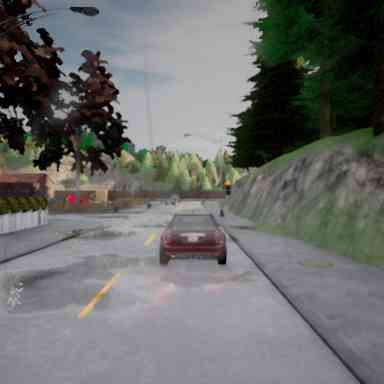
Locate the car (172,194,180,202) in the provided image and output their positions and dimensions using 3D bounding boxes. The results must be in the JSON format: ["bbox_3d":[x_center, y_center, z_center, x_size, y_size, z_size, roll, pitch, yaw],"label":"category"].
[{"bbox_3d":[-4.002,1.551,76.937,2.150,2.045,5.566,0,0,0],"label":"car"}]

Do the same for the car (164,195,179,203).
[{"bbox_3d":[-4.041,1.801,61.399,2.128,1.511,4.902,0,0,1],"label":"car"}]

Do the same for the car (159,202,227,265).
[{"bbox_3d":[0.054,1.416,12.054,2.097,1.767,4.553,0,0,1],"label":"car"}]
